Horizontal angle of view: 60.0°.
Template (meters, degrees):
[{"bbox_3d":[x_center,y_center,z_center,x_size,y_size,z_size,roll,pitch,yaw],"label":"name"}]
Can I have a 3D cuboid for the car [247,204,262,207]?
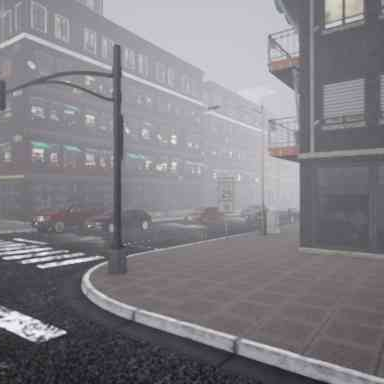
[{"bbox_3d":[7.297,2.187,38.508,1.837,1.490,4.892,0,-1,35],"label":"car"}]

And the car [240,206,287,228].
[{"bbox_3d":[5.668,2.045,26.242,1.802,1.307,4.206,-2,-2,35],"label":"car"}]

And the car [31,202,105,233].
[{"bbox_3d":[-7.739,1.600,21.713,2.192,1.841,5.009,-1,-2,35],"label":"car"}]

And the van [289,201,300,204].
[{"bbox_3d":[18.448,2.459,58.886,1.690,1.788,3.998,-1,-2,35],"label":"van"}]

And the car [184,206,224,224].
[{"bbox_3d":[1.206,2.016,29.873,1.812,1.442,4.674,0,-1,35],"label":"car"}]

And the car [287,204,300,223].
[{"bbox_3d":[8.941,2.118,30.890,2.008,1.369,4.403,-2,-2,35],"label":"car"}]

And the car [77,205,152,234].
[{"bbox_3d":[-4.652,1.811,21.571,1.837,1.490,4.892,0,-1,35],"label":"car"}]
